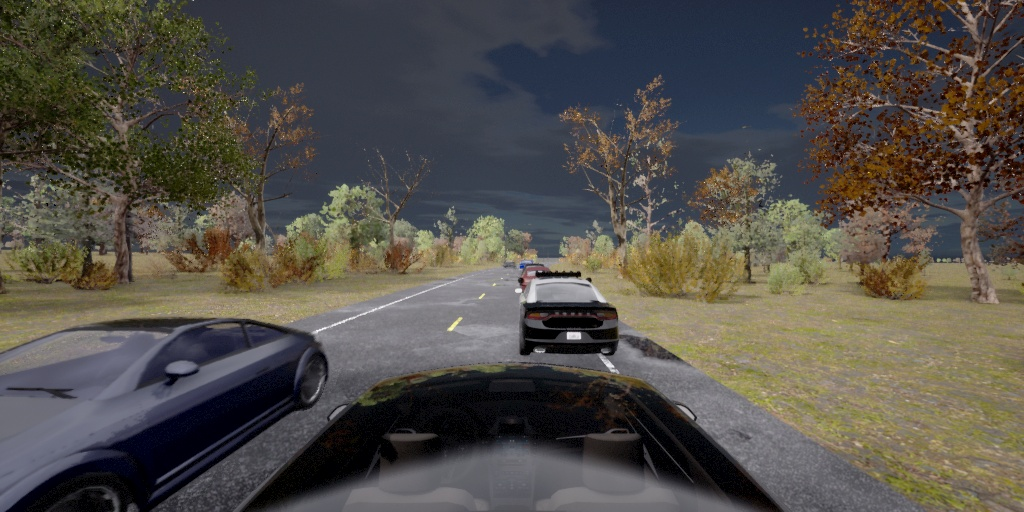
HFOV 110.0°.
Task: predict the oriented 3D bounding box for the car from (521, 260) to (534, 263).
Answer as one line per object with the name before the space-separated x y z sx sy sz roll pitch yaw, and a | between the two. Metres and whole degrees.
car | 1.533 1.266 24.603 1.837 1.490 4.892 0 0 2

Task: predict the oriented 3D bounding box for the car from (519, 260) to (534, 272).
car | 2.110 1.312 50.351 1.882 1.535 5.008 0 0 5

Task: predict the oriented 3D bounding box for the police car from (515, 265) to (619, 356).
police car | 1.107 1.177 8.790 1.930 1.638 5.238 0 0 1

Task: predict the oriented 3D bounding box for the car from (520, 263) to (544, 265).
car | 1.325 1.281 18.633 1.812 1.442 4.674 0 0 2

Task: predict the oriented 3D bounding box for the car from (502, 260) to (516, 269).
car | -0.441 1.451 61.509 1.994 1.385 4.181 0 0 6

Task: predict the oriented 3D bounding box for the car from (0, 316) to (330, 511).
car | -3.566 1.314 3.342 1.994 1.385 4.181 0 0 0
